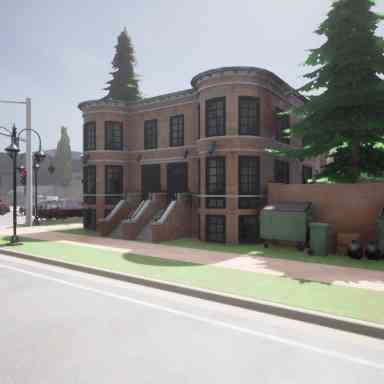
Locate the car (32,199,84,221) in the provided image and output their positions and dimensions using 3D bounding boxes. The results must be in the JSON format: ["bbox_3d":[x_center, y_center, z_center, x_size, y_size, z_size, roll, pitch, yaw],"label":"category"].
[{"bbox_3d":[-10.157,1.547,27.526,2.033,1.411,5.357,0,0,35],"label":"car"}]

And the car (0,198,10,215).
[{"bbox_3d":[-20.189,1.352,31.957,2.097,1.767,4.553,0,0,35],"label":"car"}]

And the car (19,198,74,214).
[{"bbox_3d":[-14.802,1.505,33.568,1.837,1.490,4.892,0,0,34],"label":"car"}]

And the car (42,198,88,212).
[{"bbox_3d":[-14.974,1.478,39.563,1.882,1.535,5.008,0,0,33],"label":"car"}]
